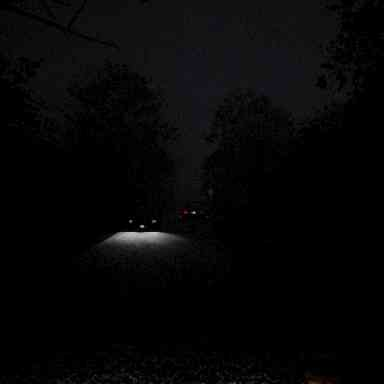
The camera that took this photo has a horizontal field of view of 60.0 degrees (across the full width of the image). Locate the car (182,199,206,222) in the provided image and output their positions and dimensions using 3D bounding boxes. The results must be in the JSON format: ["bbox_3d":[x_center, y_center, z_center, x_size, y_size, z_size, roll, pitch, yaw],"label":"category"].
[{"bbox_3d":[0.165,1.541,26.475,2.033,1.411,5.357,0,0,0],"label":"car"}]

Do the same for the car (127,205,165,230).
[{"bbox_3d":[-2.759,1.542,21.253,2.033,1.411,5.357,0,0,1],"label":"car"}]
